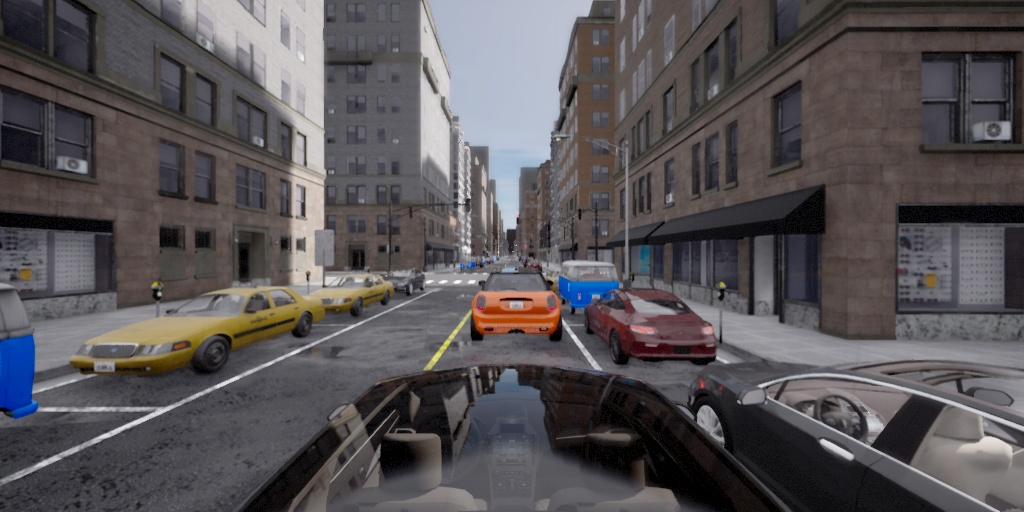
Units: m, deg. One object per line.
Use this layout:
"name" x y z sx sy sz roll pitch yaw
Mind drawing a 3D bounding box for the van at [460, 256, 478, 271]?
"van" -5.699 1.005 46.261 1.690 1.789 3.998 0 0 0

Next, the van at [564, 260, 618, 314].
"van" 2.707 1.072 13.383 1.690 1.789 3.998 0 0 0

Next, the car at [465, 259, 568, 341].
"car" 0.107 1.090 9.978 2.097 1.767 4.553 0 0 0

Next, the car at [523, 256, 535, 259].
"car" 2.826 1.104 46.248 1.967 1.591 4.097 0 0 0

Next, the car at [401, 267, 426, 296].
"car" -5.798 1.270 19.065 2.007 1.370 4.403 0 0 0

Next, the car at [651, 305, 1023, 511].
"car" 2.666 1.300 2.042 2.007 1.370 4.403 0 0 0

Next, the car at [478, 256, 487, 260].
"car" -5.659 0.952 57.434 2.192 1.841 5.009 0 0 0

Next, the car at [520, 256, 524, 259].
"car" 2.866 0.952 57.418 2.192 1.841 5.009 0 0 0

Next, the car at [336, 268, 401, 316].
"car" -5.819 1.257 13.228 1.751 1.417 4.829 0 0 0

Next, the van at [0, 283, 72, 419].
"van" -5.859 1.090 2.059 1.690 1.789 3.998 0 0 0

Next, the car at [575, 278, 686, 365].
"car" 2.687 1.324 7.713 1.802 1.307 4.207 0 0 0

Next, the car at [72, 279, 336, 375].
"car" -5.839 1.267 7.559 1.751 1.417 4.829 0 0 0
